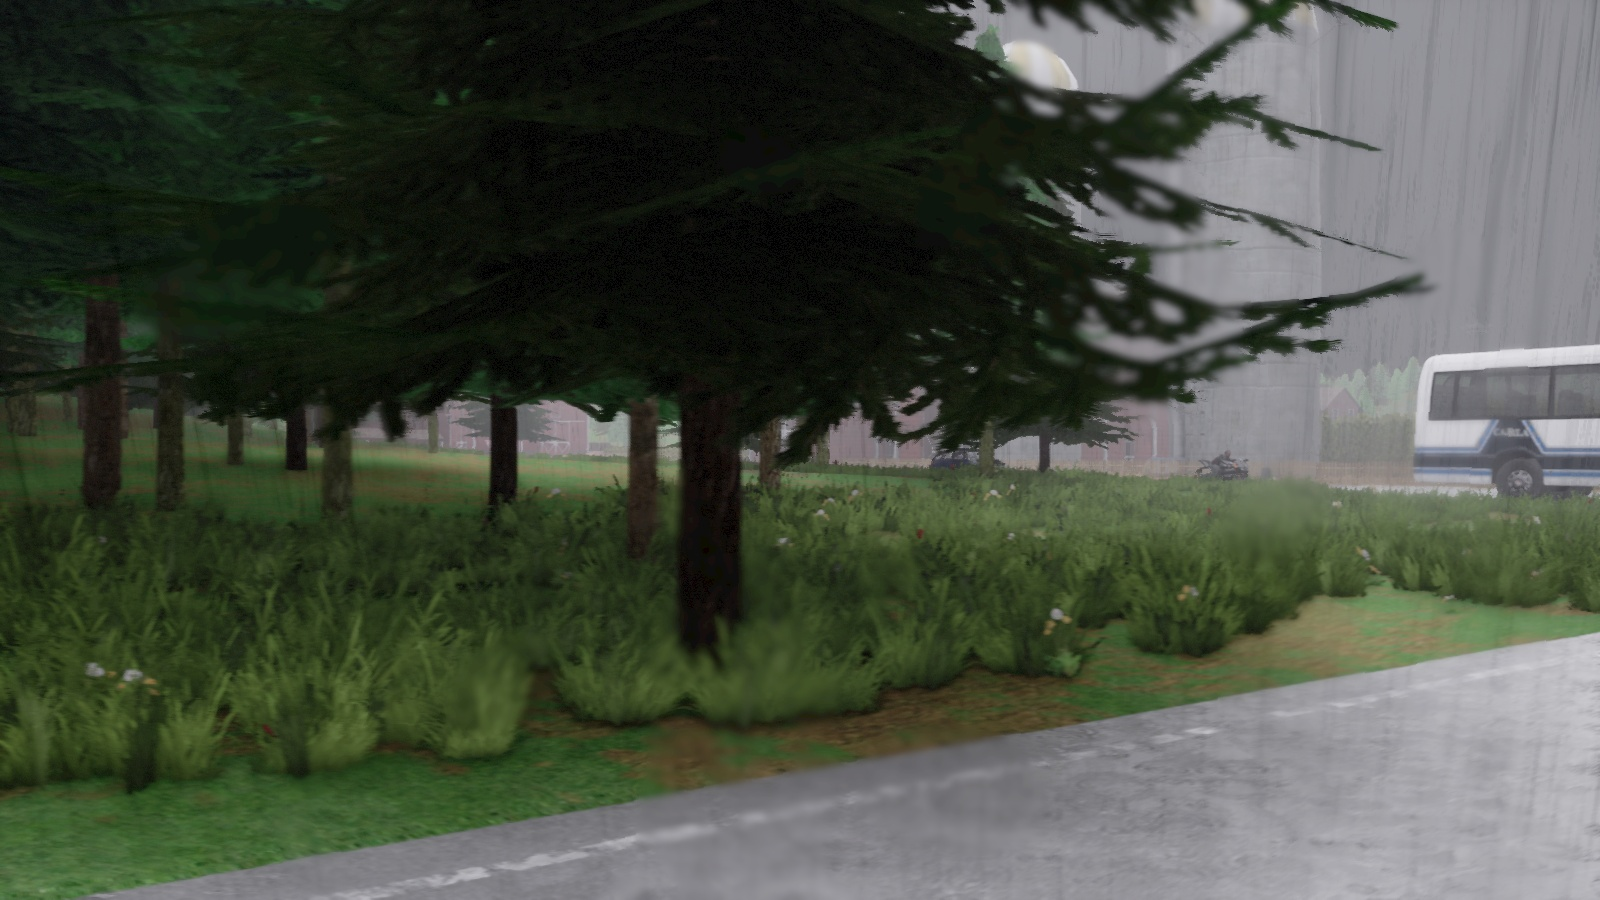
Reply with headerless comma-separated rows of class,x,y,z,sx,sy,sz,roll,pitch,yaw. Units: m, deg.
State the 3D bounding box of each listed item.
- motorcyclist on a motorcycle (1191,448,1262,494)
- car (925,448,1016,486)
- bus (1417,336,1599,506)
motorcyclist on a motorcycle,14.553,0.714,42.912,0.866,1.530,2.191,0,0,-34
car,7.243,0.700,53.629,1.789,1.549,3.705,0,0,-34
bus,21.878,-0.739,32.171,3.944,4.253,10.273,0,0,-34
